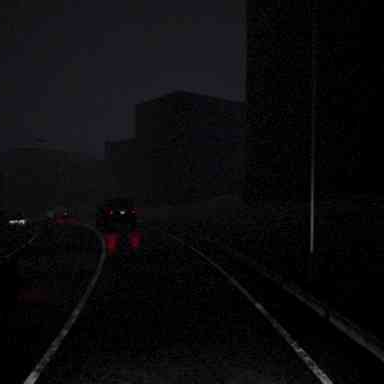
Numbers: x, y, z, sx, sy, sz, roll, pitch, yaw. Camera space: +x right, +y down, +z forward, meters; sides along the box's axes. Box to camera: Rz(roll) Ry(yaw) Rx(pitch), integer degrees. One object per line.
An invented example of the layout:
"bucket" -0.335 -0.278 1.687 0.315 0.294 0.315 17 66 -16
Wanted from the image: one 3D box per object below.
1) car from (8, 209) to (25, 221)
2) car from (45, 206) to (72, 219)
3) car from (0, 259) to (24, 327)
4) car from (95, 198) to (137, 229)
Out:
"car" -22.923 2.867 41.795 5.357 1.411 2.033 -4 -1 41
"car" -16.043 2.419 39.937 1.812 1.442 4.674 -2 -1 -42
"car" -3.935 1.583 4.033 2.033 1.411 5.357 0 0 -5
"car" -5.564 1.480 23.966 2.150 2.045 5.566 -1 -1 -24
